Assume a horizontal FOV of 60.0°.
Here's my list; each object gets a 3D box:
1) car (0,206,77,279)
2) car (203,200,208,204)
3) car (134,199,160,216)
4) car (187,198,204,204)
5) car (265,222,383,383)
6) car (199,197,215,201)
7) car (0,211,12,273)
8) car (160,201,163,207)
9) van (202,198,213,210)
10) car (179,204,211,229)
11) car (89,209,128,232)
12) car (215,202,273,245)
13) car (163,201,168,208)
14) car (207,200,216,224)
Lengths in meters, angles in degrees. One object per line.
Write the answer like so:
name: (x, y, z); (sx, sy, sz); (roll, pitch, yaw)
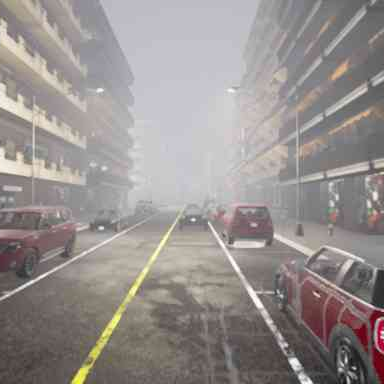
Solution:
car: (-5.294, 1.411, 10.641); (2.192, 1.841, 5.009); (1, -1, 0)
car: (2.539, 1.951, 38.237); (1.802, 1.307, 4.206); (1, -1, 0)
car: (-5.302, 1.685, 38.293); (2.192, 1.841, 5.009); (1, -1, 0)
car: (0.090, 1.899, 41.781); (2.128, 1.511, 4.902); (0, -1, 0)
car: (2.592, 1.486, 5.052); (1.967, 1.590, 4.097); (1, -1, 0)
car: (2.541, 1.808, 49.302); (2.192, 1.841, 5.009); (1, -1, 0)
car: (-5.292, 1.362, 5.112); (2.192, 1.841, 5.009); (1, -1, 0)
car: (-5.309, 1.975, 43.821); (1.887, 1.381, 4.507); (1, -1, 0)
van: (2.539, 1.898, 54.833); (1.690, 1.788, 3.998); (1, -1, 0)
car: (0.093, 1.781, 23.438); (1.994, 1.385, 4.181); (0, 0, 0)
car: (-5.303, 1.766, 21.701); (1.947, 1.339, 4.313); (1, -1, 0)
car: (2.551, 1.461, 16.115); (2.192, 1.841, 5.009); (1, -1, 0)
car: (-5.314, 2.206, 60.414); (1.802, 1.307, 4.206); (1, -1, 0)
car: (2.544, 1.694, 27.176); (1.967, 1.590, 4.097); (1, -1, 0)
